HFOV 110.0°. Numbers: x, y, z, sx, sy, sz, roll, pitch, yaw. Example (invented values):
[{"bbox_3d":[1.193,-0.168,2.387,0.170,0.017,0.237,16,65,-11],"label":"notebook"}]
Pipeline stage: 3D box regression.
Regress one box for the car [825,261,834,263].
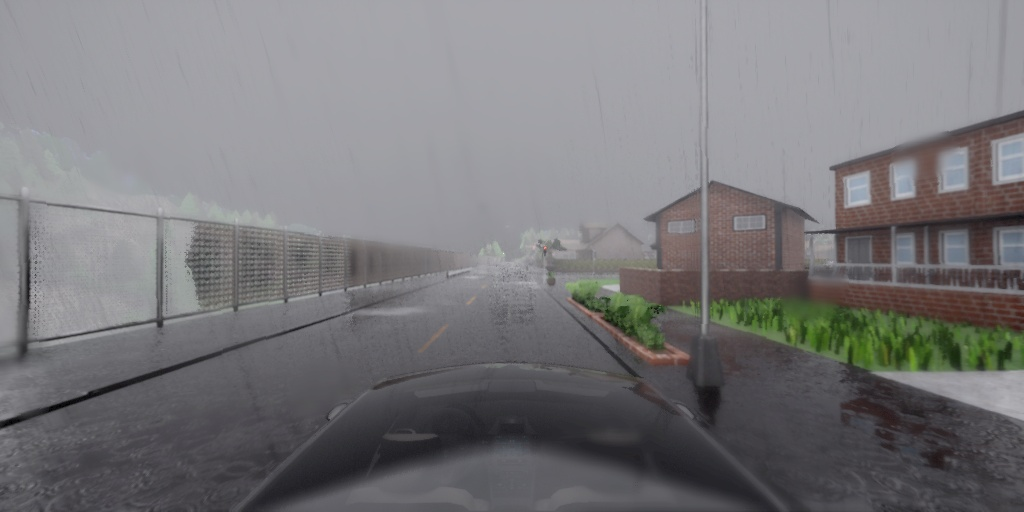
[{"bbox_3d":[39.476,1.326,44.069,4.674,1.442,1.812,0,-1,0],"label":"car"}]
